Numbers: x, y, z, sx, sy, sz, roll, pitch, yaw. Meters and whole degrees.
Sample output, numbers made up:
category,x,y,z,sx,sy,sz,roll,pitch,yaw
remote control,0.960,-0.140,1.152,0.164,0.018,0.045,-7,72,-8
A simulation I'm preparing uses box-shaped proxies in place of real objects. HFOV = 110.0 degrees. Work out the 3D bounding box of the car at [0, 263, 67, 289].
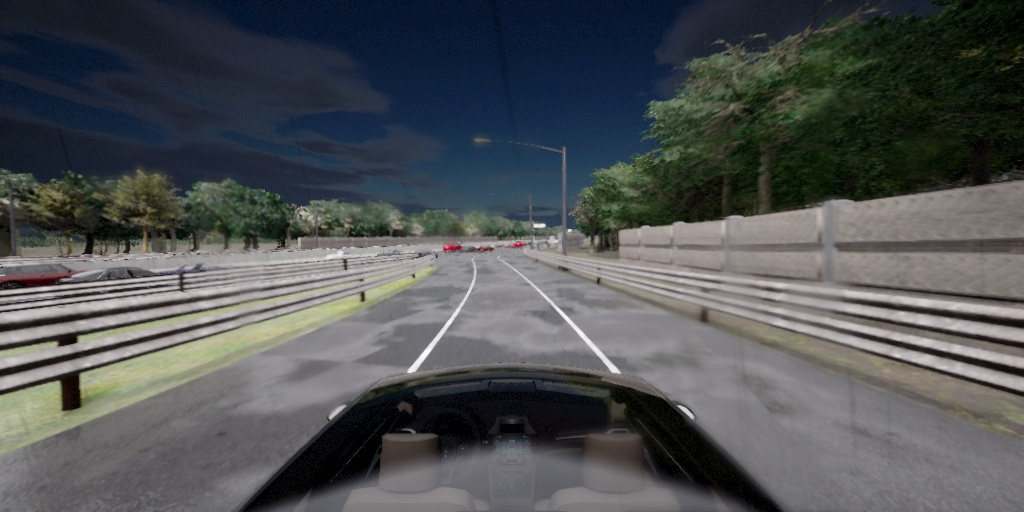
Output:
category,x,y,z,sx,sy,sz,roll,pitch,yaw
car,-26.573,1.189,20.521,2.097,1.767,4.553,0,3,17

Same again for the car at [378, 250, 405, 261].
category,x,y,z,sx,sy,sz,roll,pitch,yaw
car,-15.081,-0.113,46.333,2.033,1.411,5.357,0,3,17

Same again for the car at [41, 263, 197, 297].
category,x,y,z,sx,sy,sz,roll,pitch,yaw
car,-19.860,1.334,18.535,1.837,1.490,4.892,0,3,17

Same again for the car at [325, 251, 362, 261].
category,x,y,z,sx,sy,sz,roll,pitch,yaw
car,-19.908,0.132,42.480,1.812,1.442,4.674,0,3,17

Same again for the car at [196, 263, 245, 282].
category,x,y,z,sx,sy,sz,roll,pitch,yaw
car,-21.477,1.119,25.260,1.895,1.301,4.718,0,3,17

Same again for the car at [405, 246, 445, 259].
category,x,y,z,sx,sy,sz,roll,pitch,yaw
car,-11.239,-0.199,46.941,2.033,1.411,5.357,0,3,17
